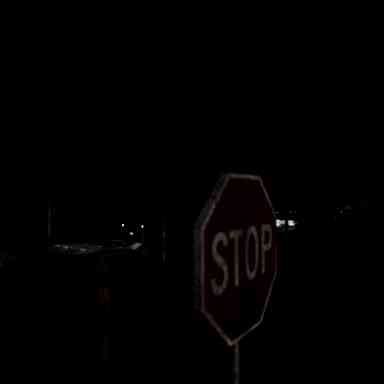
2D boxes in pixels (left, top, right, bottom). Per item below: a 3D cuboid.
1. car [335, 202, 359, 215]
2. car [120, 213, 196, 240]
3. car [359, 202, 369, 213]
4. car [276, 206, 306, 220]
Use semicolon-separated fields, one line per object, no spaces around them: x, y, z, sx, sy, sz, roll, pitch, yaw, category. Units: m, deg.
20.332;2.342;44.076;1.812;1.442;4.674;-1;-1;36;car
-1.821;1.881;18.989;1.895;1.301;4.718;-1;-1;36;car
26.142;2.335;51.958;2.097;1.767;4.553;-1;-1;38;car
10.725;2.237;35.988;1.895;1.301;4.718;-1;-1;37;car
